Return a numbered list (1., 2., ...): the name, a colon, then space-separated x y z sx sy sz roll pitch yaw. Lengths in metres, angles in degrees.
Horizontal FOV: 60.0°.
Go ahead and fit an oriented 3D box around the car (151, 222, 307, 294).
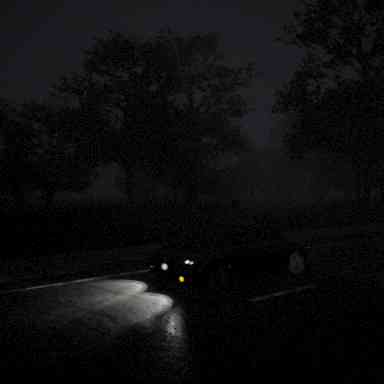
1. car: 1.047 1.517 8.719 4.181 1.385 1.994 0 0 -33
